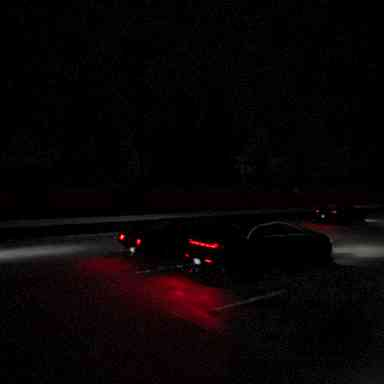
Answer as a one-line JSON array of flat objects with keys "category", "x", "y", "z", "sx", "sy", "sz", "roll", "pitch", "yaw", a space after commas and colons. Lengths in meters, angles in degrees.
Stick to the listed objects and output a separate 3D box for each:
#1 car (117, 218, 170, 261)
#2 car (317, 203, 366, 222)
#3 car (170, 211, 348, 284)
[{"category": "car", "x": -0.183, "y": 1.600, "z": 12.258, "sx": 4.718, "sy": 1.301, "sz": 1.895, "roll": 0, "pitch": 0, "yaw": -36}, {"category": "car", "x": 11.090, "y": 1.526, "z": 24.777, "sx": 4.674, "sy": 1.442, "sz": 1.812, "roll": 0, "pitch": 0, "yaw": -36}, {"category": "car", "x": 2.076, "y": 1.490, "z": 9.578, "sx": 4.902, "sy": 1.511, "sz": 2.128, "roll": 0, "pitch": 0, "yaw": -36}]
